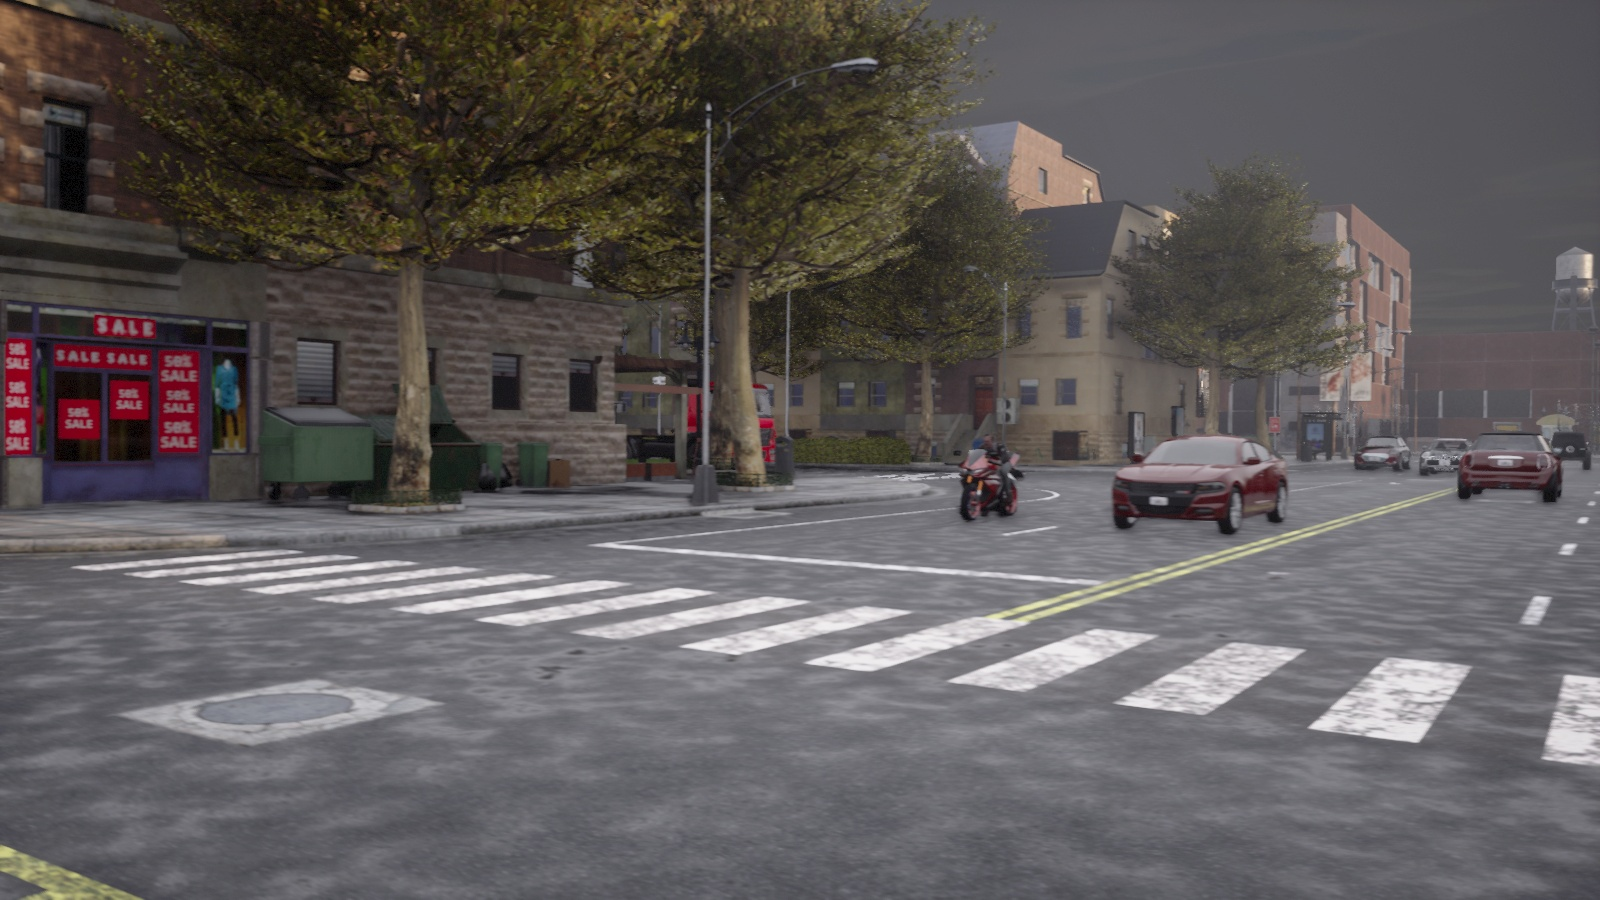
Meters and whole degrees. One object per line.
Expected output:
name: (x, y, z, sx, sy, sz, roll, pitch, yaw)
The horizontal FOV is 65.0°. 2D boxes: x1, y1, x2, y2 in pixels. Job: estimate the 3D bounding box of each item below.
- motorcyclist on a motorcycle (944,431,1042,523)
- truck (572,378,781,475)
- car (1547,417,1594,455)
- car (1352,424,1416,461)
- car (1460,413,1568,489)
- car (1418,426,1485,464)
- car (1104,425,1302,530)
motorcyclist on a motorcycle: (3.432, 0.433, 22.156, 0.866, 1.530, 2.191, 0, 1, 33)
truck: (-4.835, -0.867, 48.342, 7.936, 3.462, 2.891, 0, 1, 34)
car: (39.628, -0.713, 64.555, 1.905, 1.878, 3.866, 0, 1, 33)
car: (27.155, -0.380, 58.308, 2.033, 1.649, 4.856, 0, 1, 33)
car: (18.146, -0.009, 31.822, 2.097, 1.767, 4.553, 0, 1, 33)
car: (26.294, -0.232, 50.598, 1.970, 1.475, 3.806, 0, 1, 34)
car: (6.861, 0.360, 21.006, 1.882, 1.535, 5.008, 0, 1, 33)
